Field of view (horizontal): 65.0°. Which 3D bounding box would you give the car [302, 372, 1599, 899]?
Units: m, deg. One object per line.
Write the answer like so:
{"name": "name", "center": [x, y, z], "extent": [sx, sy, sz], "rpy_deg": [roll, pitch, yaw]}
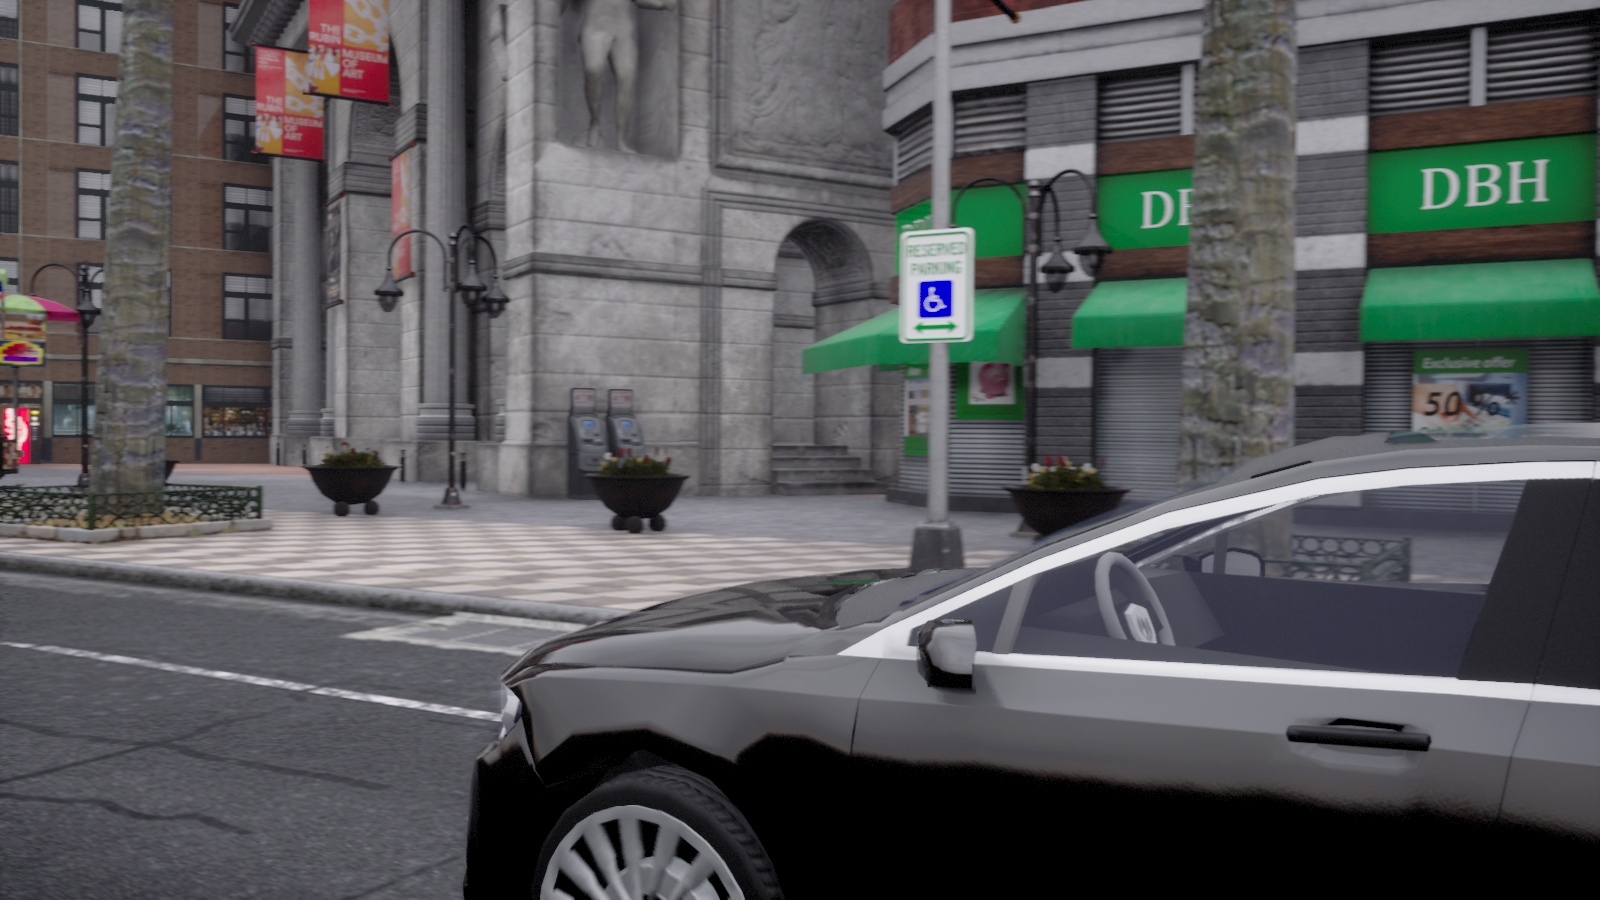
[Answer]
{"name": "car", "center": [1.399, 0.636, 2.687], "extent": [4.902, 1.511, 2.128], "rpy_deg": [0, 1, 33]}
